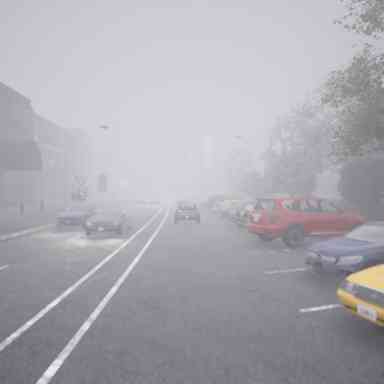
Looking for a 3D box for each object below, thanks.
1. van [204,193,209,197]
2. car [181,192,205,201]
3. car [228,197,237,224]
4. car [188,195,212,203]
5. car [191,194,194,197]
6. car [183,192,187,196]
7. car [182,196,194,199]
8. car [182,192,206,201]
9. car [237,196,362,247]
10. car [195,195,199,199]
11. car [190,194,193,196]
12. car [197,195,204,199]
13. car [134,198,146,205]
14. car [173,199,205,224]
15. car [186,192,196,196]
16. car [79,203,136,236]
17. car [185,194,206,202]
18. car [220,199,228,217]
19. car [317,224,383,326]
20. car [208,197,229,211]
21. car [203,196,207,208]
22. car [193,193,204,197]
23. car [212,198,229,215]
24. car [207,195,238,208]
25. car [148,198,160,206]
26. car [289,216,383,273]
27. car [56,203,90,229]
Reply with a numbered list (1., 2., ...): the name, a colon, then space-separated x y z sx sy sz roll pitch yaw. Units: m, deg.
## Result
1. van: 4.204 1.351 41.641 4.442 1.987 1.878 1 -1 -23
2. car: 0.242 1.119 86.013 5.566 2.045 2.435 0 1 -27
3. car: 4.966 1.382 20.803 4.553 1.767 2.185 1 0 -22
4. car: 1.780 1.498 71.207 4.553 1.767 2.185 0 0 -26
5. car: 2.858 1.657 59.372 5.008 1.535 2.097 1 -1 -25
6. car: 1.491 1.339 74.162 5.566 2.045 2.435 0 1 -26
7. car: -1.227 1.649 42.851 2.033 1.411 5.357 0 0 -3
8. car: 0.535 1.180 83.026 5.566 2.045 2.435 0 1 -27
9. car: 5.176 1.247 14.884 5.566 2.045 2.435 1 0 -21
10. car: 3.524 1.616 50.485 5.008 1.535 2.097 1 -1 -24
11. car: 2.626 1.665 62.332 4.892 1.521 2.231 1 0 -25
12. car: 3.740 1.603 47.515 5.008 1.535 2.097 1 0 -24
13. car: -9.791 1.758 62.999 1.994 1.385 4.181 0 0 -4
14. car: -0.392 1.529 25.218 2.128 1.511 4.902 0 0 -2
15. car: 2.386 1.410 65.314 5.566 2.045 2.435 1 0 -25
16. car: -4.534 1.550 18.607 1.812 1.442 4.674 0 0 -2
17. car: 0.916 1.366 80.107 4.553 1.767 2.185 0 1 -26
18. car: 4.913 1.517 23.776 4.892 1.521 2.231 1 0 -22
19. car: 5.109 1.482 5.891 5.366 1.575 1.946 1 0 -21
20. car: 4.546 1.541 32.687 5.008 1.535 2.097 1 -1 -23
21. car: 4.268 1.563 38.618 5.008 1.535 2.097 1 0 -23
22. car: 3.127 1.519 56.418 4.553 1.767 2.185 1 0 -24
23. car: 4.652 1.561 29.705 4.792 1.488 2.163 1 0 -22
24. car: 4.381 1.426 35.648 4.553 1.767 2.185 1 -1 -23
25. car: -6.723 1.752 59.680 1.994 1.385 4.181 0 0 -4
26. car: 5.250 1.530 8.928 4.674 1.452 2.002 1 0 -21
27. car: -7.443 1.513 22.244 1.882 1.535 5.008 0 0 -2
